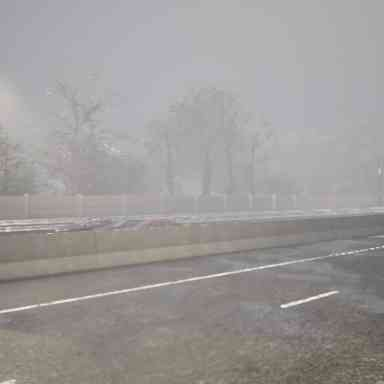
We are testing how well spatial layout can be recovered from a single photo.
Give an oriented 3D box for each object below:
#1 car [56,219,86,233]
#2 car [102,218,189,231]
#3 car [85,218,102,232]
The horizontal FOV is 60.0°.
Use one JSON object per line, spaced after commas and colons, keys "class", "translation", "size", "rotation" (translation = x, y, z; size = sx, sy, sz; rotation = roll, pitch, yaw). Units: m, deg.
{"class": "car", "translation": [-7.363, 2.645, 24.372], "size": [4.902, 1.511, 2.128], "rotation": [1, -3, -34]}
{"class": "car", "translation": [-2.333, 2.331, 19.343], "size": [5.008, 1.535, 1.882], "rotation": [1, -3, -34]}
{"class": "car", "translation": [-4.327, 2.534, 22.213], "size": [4.674, 1.442, 1.812], "rotation": [1, -3, -34]}
